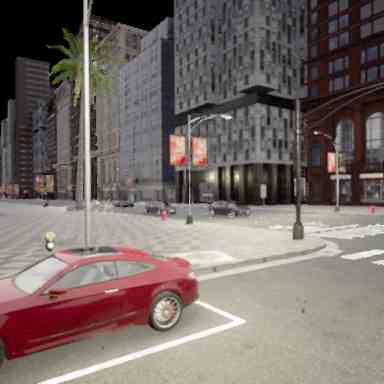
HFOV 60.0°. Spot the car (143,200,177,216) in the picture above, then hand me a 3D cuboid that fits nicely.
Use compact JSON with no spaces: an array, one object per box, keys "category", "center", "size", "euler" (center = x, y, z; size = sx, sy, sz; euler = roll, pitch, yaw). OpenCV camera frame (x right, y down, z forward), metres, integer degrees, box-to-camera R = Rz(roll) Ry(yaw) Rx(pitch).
[{"category":"car","center":[-3.366,1.643,34.335],"size":[1.837,1.490,4.892],"euler":[-1,0,-35]}]

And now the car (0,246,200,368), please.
[{"category":"car","center":[-1.802,1.573,5.249],"size":[4.206,1.307,1.802],"euler":[0,0,-35]}]

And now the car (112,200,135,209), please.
[{"category":"car","center":[-10.366,1.915,50.314],"size":[1.895,1.301,4.718],"euler":[-1,0,-34]}]

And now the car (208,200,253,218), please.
[{"category":"car","center":[3.383,1.542,30.266],"size":[1.837,1.490,4.892],"euler":[-1,0,-35]}]

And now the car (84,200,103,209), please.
[{"category":"car","center":[-15.445,1.933,52.028],"size":[1.812,1.442,4.674],"euler":[-1,-1,-34]}]
